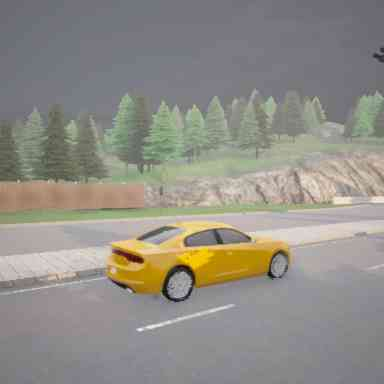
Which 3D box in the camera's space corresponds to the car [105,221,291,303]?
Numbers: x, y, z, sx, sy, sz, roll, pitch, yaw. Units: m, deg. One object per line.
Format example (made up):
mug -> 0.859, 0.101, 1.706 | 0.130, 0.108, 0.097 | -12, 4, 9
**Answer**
car -> 0.382, 1.478, 8.317 | 5.008, 1.535, 1.882 | 0, 0, -35
